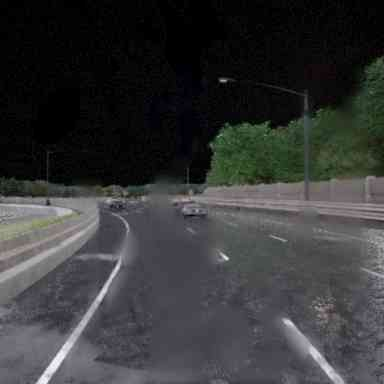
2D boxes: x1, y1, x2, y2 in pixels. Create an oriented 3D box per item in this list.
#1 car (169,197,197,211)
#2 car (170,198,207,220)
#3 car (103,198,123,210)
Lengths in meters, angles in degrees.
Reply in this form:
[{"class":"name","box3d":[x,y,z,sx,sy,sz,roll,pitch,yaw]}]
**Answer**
[{"class":"car","box3d":[-1.189,1.487,41.197,1.882,1.535,5.008,0,0,-22]},{"class":"car","box3d":[-0.306,1.548,28.325,2.033,1.411,5.357,-1,0,-16]},{"class":"car","box3d":[-10.848,1.630,45.594,1.837,1.490,4.892,0,0,-27]}]
